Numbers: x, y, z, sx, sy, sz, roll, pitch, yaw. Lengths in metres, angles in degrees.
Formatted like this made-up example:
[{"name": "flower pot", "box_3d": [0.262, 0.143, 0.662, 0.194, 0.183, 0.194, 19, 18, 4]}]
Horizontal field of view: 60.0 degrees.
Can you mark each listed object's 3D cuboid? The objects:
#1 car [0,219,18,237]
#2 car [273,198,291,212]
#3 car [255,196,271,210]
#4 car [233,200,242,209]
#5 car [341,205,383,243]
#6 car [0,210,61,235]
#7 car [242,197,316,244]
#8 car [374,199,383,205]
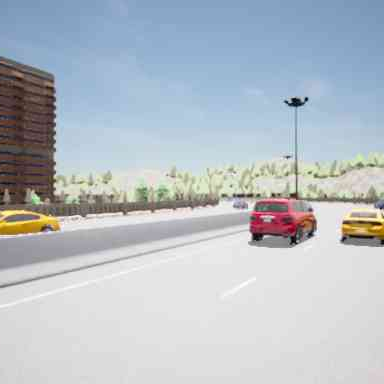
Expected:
[{"name": "car", "box_3d": [-8.136, 1.709, 9.989, 1.895, 1.301, 4.718, 0, -1, 32]}, {"name": "car", "box_3d": [12.885, 1.818, 47.397, 2.097, 1.767, 4.553, 0, -1, 20]}, {"name": "car", "box_3d": [11.762, 1.766, 54.820, 2.150, 2.045, 5.566, 0, -1, 17]}, {"name": "car", "box_3d": [7.927, 2.066, 54.385, 1.812, 1.442, 4.674, 0, -1, 17]}, {"name": "car", "box_3d": [9.007, 1.644, 17.236, 1.882, 1.535, 5.008, 0, -1, 32]}, {"name": "car", "box_3d": [-8.702, 1.643, 15.693, 1.882, 1.535, 5.008, 0, -1, 32]}, {"name": "car", "box_3d": [4.781, 1.390, 17.080, 2.150, 2.045, 5.566, 0, -1, 32]}, {"name": "car", "box_3d": [28.701, 1.827, 49.633, 2.097, 1.767, 4.553, 0, -1, 16]}]
